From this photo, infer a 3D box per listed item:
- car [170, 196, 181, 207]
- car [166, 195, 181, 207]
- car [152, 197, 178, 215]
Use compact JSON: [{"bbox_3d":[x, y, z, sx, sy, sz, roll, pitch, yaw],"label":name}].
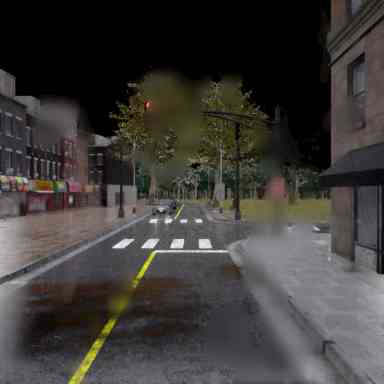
[{"bbox_3d":[-2.945,1.615,44.564,2.033,1.411,5.357,0,0,0],"label":"car"},{"bbox_3d":[-2.981,1.447,54.585,2.097,1.767,4.553,0,0,0],"label":"car"},{"bbox_3d":[-2.919,1.529,34.090,2.128,1.511,4.902,0,0,0],"label":"car"}]
